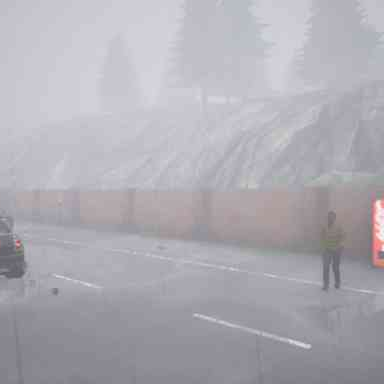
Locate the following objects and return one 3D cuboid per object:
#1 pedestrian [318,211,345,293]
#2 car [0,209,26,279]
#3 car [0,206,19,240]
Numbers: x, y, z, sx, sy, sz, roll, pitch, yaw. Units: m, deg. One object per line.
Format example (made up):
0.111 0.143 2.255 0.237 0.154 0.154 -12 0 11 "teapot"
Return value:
3.083 1.290 7.374 0.375 1.860 0.375 0 0 37 "pedestrian"
-6.409 1.328 8.854 4.553 1.767 2.097 0 0 38 "car"
-10.856 1.462 16.853 4.892 1.490 1.837 0 0 38 "car"
